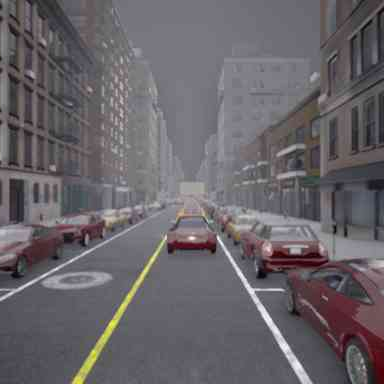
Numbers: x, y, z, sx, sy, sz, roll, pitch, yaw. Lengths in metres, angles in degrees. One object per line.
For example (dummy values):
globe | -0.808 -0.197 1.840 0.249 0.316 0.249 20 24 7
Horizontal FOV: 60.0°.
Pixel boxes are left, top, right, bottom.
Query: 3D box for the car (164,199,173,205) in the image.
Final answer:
car | -5.390 2.282 76.435 1.752 1.417 4.829 0 -1 0

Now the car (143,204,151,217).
car | -5.389 1.892 32.460 1.802 1.307 4.206 0 -1 0

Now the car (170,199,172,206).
car | -5.390 2.143 71.088 1.967 1.590 4.097 0 -1 0

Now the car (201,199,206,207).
car | 2.636 1.972 43.501 2.008 1.369 4.403 0 -1 0

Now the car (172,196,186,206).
car | -2.752 2.176 71.004 1.882 1.535 5.008 0 -1 0

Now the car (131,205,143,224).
car | -5.389 1.837 26.942 1.802 1.307 4.206 0 -1 0

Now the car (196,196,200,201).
car | 2.635 2.199 76.614 1.967 1.590 4.097 0 -1 0

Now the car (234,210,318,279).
car | 2.637 1.539 10.391 1.967 1.590 4.097 0 -1 0

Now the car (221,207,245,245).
car | 2.637 1.677 16.079 1.752 1.417 4.829 0 -1 0

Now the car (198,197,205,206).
car | 2.635 2.141 60.057 2.008 1.369 4.403 0 -1 0

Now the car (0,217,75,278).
car | -5.388 1.681 10.388 1.802 1.307 4.206 0 -1 0

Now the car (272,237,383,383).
car | 2.637 1.629 4.871 1.802 1.307 4.206 0 -1 0

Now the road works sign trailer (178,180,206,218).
road works sign trailer | -0.001 0.741 29.174 2.380 3.560 2.880 0 -1 0

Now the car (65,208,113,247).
car | -5.388 1.695 15.906 1.887 1.381 4.507 0 -1 0

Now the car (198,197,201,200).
car | 2.635 2.197 65.576 2.008 1.369 4.403 0 -1 0

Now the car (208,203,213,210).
car | 2.636 1.806 26.946 2.008 1.369 4.403 0 -1 0

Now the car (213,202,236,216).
car | 2.637 1.643 21.429 1.967 1.590 4.097 0 -1 0

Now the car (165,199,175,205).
car | -5.390 2.365 82.123 2.008 1.369 4.403 0 -1 0

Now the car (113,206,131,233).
car | -5.388 1.726 21.254 1.752 1.417 4.829 0 -1 0

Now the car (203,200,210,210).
car | 2.636 1.910 37.982 1.887 1.381 4.507 0 -1 0

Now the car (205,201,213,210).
car | 2.636 1.876 32.464 1.947 1.339 4.313 0 -1 0

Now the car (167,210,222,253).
car | 0.003 1.699 14.287 1.994 1.385 4.181 0 0 0

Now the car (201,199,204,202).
car | 2.636 2.060 49.020 1.802 1.307 4.206 0 -1 0

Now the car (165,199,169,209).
car | -5.390 1.849 54.534 2.192 1.841 5.009 0 -1 0

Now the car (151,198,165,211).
car | -5.385 2.002 48.846 1.752 1.417 4.829 0 -1 0
